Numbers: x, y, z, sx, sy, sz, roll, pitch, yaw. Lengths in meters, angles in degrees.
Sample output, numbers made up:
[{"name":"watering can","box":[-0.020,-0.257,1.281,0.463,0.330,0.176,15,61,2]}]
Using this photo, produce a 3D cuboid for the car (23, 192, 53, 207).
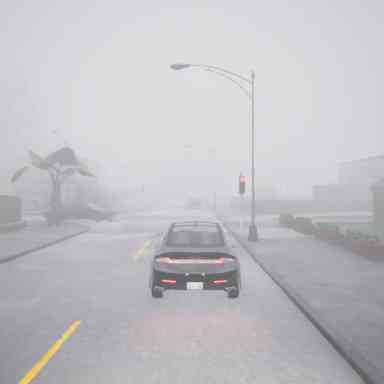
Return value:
[{"name":"car","box":[-19.576,0.986,42.937,1.905,1.878,3.866,0,0,35]}]

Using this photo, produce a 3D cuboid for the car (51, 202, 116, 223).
[{"name":"car","box":[-8.133,1.525,25.641,4.674,1.442,1.812,0,0,16]}]

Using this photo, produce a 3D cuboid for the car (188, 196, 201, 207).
[{"name":"car","box":[0.322,1.491,50.058,2.128,1.511,4.902,0,0,0]}]

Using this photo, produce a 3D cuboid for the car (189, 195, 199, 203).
[{"name":"car","box":[0.351,1.512,72.516,2.128,1.511,4.902,0,0,0]}]

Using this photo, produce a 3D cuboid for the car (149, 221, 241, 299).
[{"name":"car","box":[0.087,1.492,8.471,2.128,1.511,4.902,0,0,1]}]
